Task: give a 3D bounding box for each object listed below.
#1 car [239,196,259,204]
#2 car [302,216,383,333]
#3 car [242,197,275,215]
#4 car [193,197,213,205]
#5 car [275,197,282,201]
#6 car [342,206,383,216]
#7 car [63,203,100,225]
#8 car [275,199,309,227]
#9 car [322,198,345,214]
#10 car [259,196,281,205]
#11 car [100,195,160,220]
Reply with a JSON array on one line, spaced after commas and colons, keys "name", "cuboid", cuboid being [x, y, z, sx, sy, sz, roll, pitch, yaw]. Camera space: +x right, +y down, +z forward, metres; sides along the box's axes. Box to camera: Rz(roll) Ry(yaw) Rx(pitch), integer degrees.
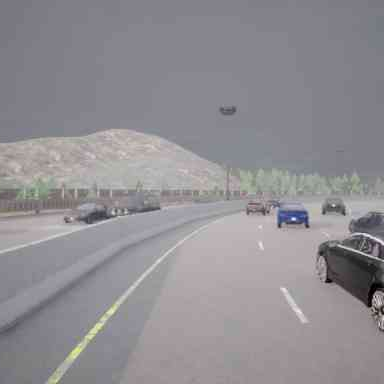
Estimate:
[{"name": "car", "cuboid": [10.774, 1.561, 62.361, 1.994, 1.385, 4.181, 0, 0, 37]}, {"name": "car", "cuboid": [4.004, 1.491, 6.632, 2.128, 1.511, 4.902, 0, 0, 4]}, {"name": "car", "cuboid": [6.706, 1.490, 33.510, 2.128, 1.511, 4.902, 0, 0, 21]}, {"name": "car", "cuboid": [1.834, 1.562, 55.413, 1.994, 1.385, 4.181, 0, 0, 31]}, {"name": "car", "cuboid": [11.005, 1.503, 43.034, 1.837, 1.490, 4.892, 0, 0, 28]}, {"name": "car", "cuboid": [8.483, 1.547, 14.474, 2.033, 1.411, 5.357, 0, 0, 10]}, {"name": "car", "cuboid": [-7.409, 1.525, 24.303, 1.812, 1.442, 4.674, 0, 0, 14]}, {"name": "car", "cuboid": [6.795, 1.477, 22.569, 1.882, 1.535, 5.008, 0, 0, 14]}, {"name": "car", "cuboid": [14.696, 1.351, 34.476, 2.097, 1.767, 4.553, 0, 0, 23]}, {"name": "car", "cuboid": [14.521, 1.544, 61.634, 2.033, 1.411, 5.357, 0, 0, 38]}, {"name": "car", "cuboid": [-3.984, 1.221, 23.756, 2.150, 2.045, 5.566, 0, 0, 14]}]
